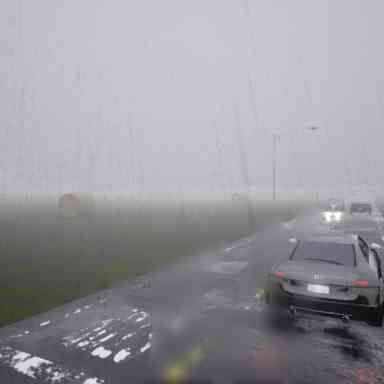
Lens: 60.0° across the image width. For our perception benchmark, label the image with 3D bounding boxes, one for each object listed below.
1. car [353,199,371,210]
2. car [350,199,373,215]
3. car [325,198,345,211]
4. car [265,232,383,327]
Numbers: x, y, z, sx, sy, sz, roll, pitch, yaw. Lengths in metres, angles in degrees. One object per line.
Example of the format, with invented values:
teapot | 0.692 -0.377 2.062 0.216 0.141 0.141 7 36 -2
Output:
car | 22.011 1.558 43.022 1.895 1.301 4.718 0 0 28
car | 17.130 1.455 33.730 1.882 1.535 5.008 0 0 28
car | 17.092 1.460 39.626 2.128 1.511 4.902 0 0 28
car | 3.018 1.562 7.247 1.994 1.385 4.181 0 0 28
